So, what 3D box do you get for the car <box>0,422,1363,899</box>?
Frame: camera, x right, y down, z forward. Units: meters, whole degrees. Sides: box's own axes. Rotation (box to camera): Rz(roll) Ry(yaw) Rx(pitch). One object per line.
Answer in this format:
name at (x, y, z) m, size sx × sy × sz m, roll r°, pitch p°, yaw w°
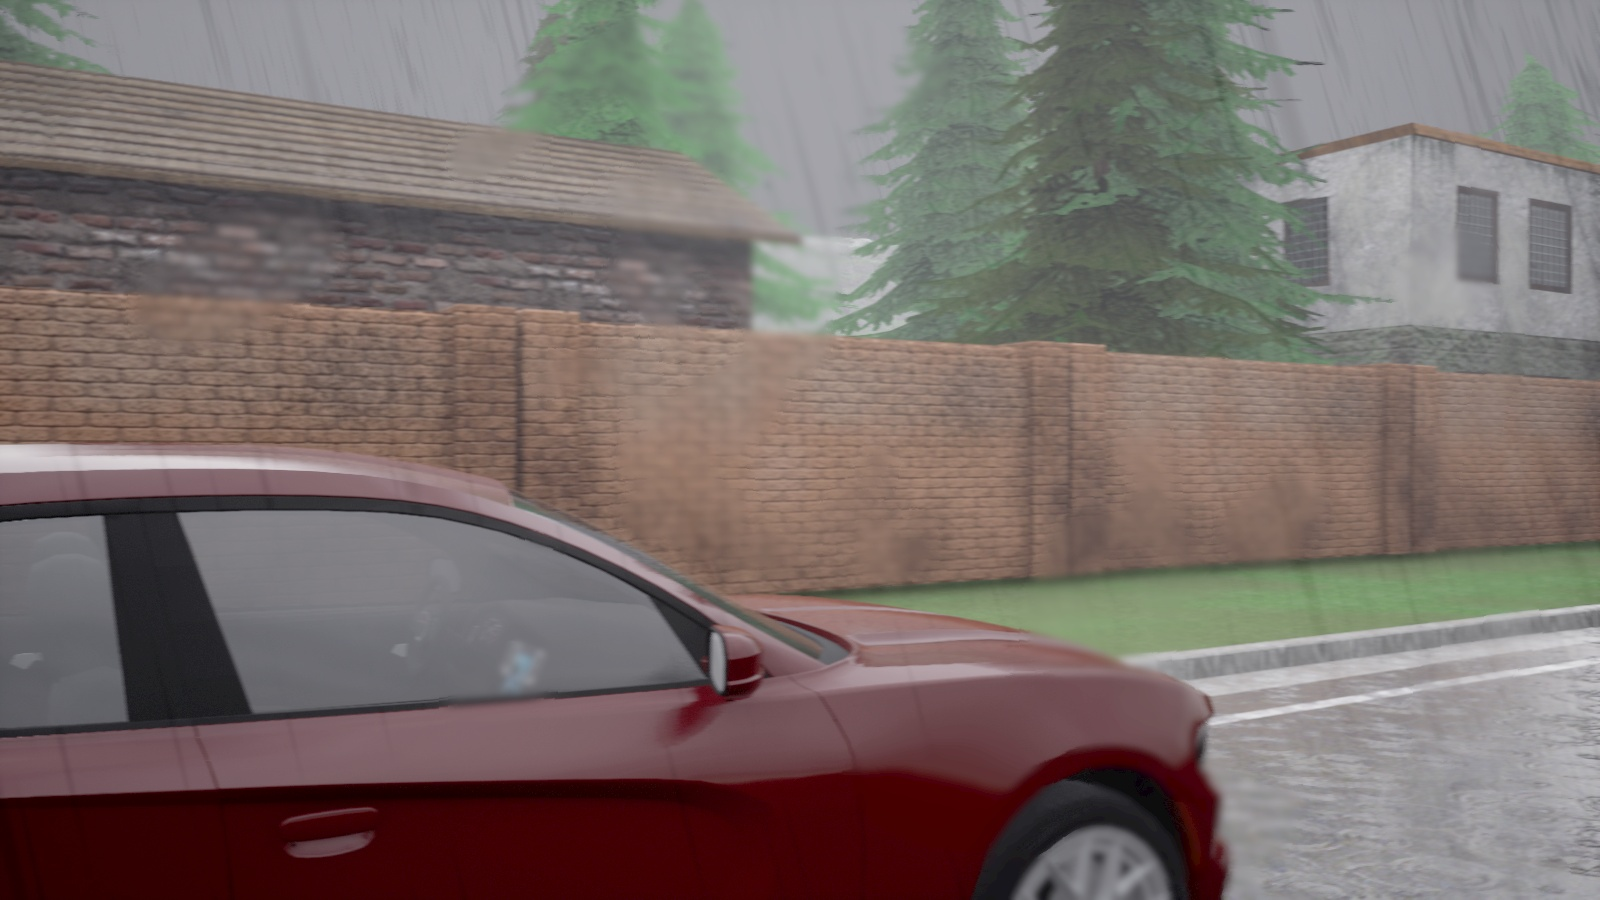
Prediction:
car at (-1.119, 0.729, 2.888) m, size 5.008 × 1.535 × 1.882 m, roll 0°, pitch 0°, yaw -31°
